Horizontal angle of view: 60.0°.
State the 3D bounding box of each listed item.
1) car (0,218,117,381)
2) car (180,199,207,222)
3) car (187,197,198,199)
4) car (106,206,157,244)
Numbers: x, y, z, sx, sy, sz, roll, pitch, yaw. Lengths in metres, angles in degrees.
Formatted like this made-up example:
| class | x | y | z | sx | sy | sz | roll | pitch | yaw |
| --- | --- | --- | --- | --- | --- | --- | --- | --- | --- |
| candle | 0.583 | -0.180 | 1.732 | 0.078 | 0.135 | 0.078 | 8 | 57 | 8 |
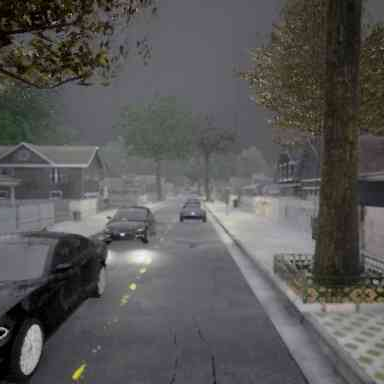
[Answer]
| class | x | y | z | sx | sy | sz | roll | pitch | yaw |
| --- | --- | --- | --- | --- | --- | --- | --- | --- | --- |
| car | -2.845 | 1.454 | 5.622 | 1.882 | 1.535 | 5.008 | 0 | 0 | 0 |
| car | 0.077 | 1.463 | 25.483 | 1.994 | 1.385 | 4.181 | 0 | 0 | 0 |
| car | 0.075 | 1.326 | 43.439 | 2.128 | 1.511 | 4.902 | 0 | 0 | 0 |
| car | -2.756 | 1.441 | 15.598 | 1.837 | 1.490 | 4.892 | 0 | 0 | 0 |
